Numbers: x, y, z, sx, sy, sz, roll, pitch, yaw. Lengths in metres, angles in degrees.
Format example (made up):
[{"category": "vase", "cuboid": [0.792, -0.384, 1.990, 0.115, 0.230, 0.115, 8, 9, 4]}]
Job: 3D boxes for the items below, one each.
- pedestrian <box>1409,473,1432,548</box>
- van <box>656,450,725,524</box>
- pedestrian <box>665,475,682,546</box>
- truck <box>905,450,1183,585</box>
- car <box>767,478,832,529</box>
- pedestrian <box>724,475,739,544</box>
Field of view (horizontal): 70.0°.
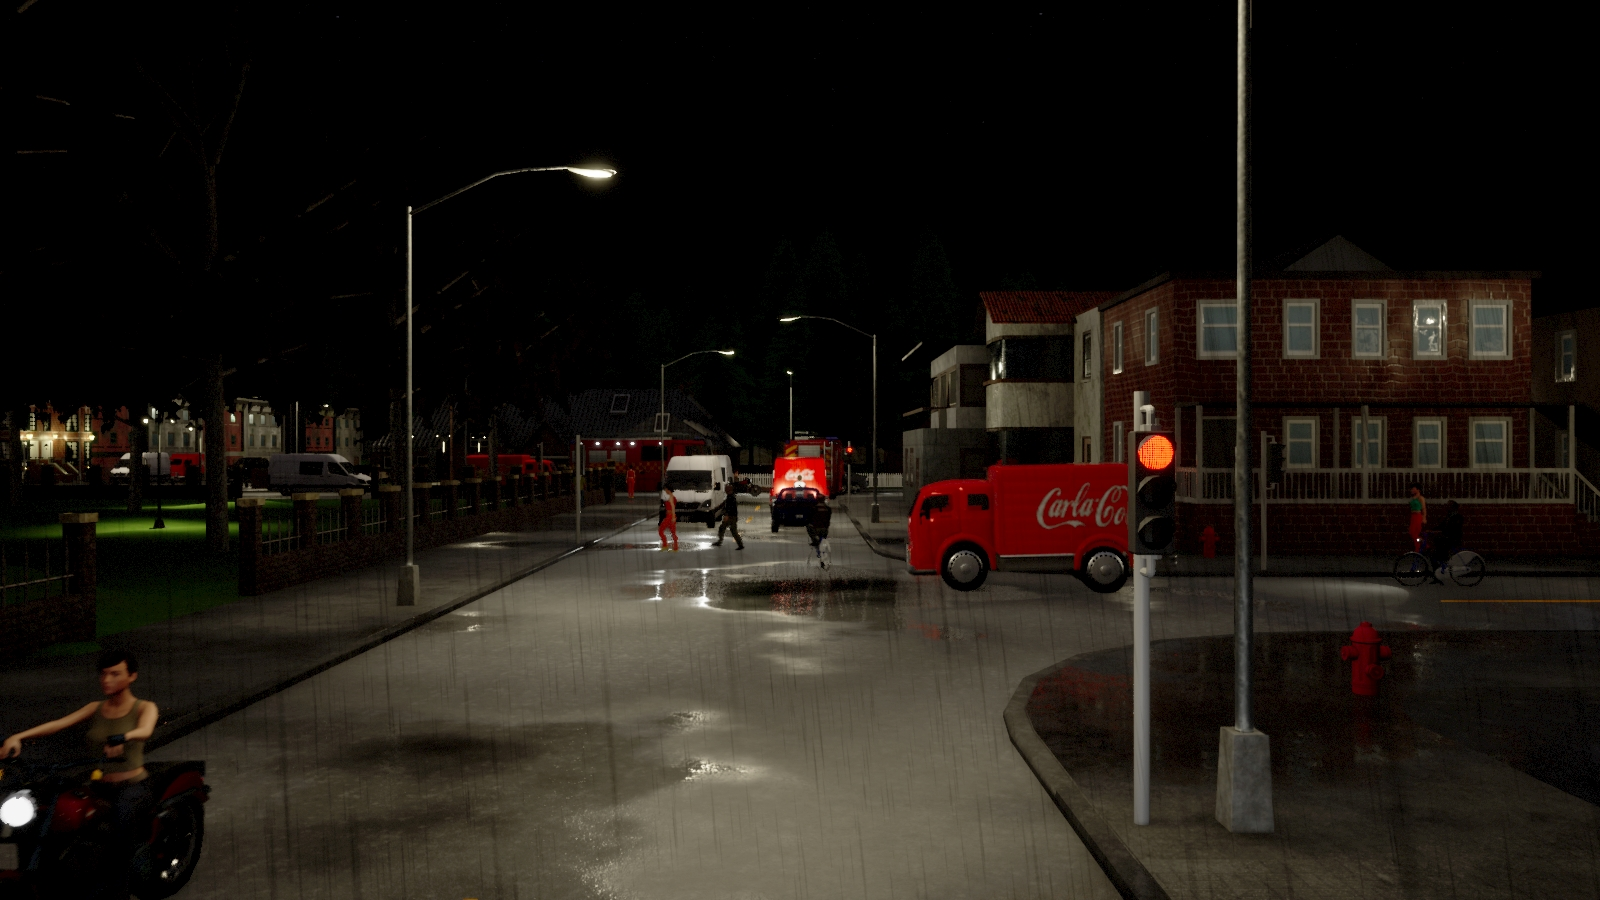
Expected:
[{"category": "pedestrian", "cuboid": [15.454, 1.504, 28.442, 0.375, 1.860, 0.375, 0, 0, 2]}, {"category": "van", "cuboid": [-4.007, 1.296, 42.666, 1.988, 2.561, 5.915, 0, 0, 0]}, {"category": "pedestrian", "cuboid": [-3.377, 1.615, 30.515, 0.375, 1.860, 0.375, 0, 0, 12]}, {"category": "truck", "cuboid": [4.822, 1.311, 23.413, 5.204, 2.467, 2.627, -2, 0, 5]}, {"category": "car", "cuboid": [-0.015, 1.797, 39.830, 2.097, 1.535, 5.006, 0, 0, 0]}, {"category": "pedestrian", "cuboid": [-1.874, 1.615, 31.259, 0.375, 1.860, 0.375, 0, 0, 0]}]
